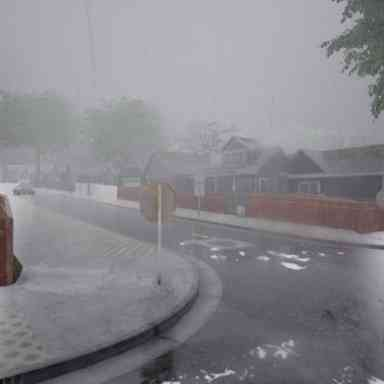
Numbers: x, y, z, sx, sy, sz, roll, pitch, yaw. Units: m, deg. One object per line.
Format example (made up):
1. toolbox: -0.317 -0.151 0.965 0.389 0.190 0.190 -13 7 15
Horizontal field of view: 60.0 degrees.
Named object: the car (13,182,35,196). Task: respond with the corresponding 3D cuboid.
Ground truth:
1. car: -22.362 -0.447 44.306 2.097 1.767 4.553 1 2 -35
